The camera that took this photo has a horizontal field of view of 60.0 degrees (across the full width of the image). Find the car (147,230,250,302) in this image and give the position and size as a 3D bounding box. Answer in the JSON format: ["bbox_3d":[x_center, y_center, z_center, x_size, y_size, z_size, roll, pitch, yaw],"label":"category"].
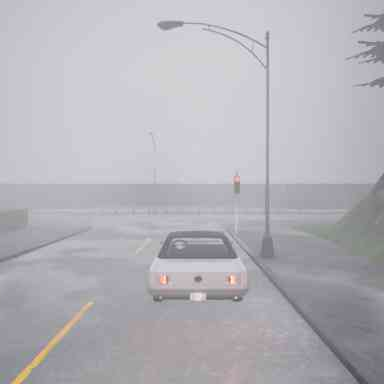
[{"bbox_3d":[0.116,1.601,8.226,1.895,1.301,4.718,0,0,0],"label":"car"}]
